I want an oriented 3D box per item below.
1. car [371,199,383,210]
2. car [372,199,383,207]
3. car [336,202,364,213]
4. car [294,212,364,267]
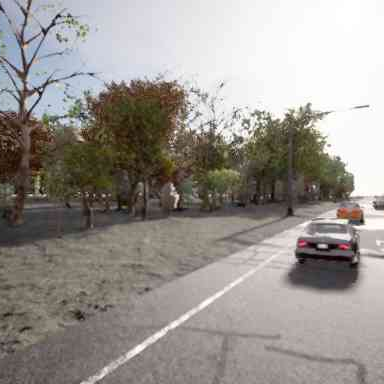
[{"bbox_3d":[30.158,2.074,53.003,2.033,1.411,5.357,0,-1,27],"label":"car"},{"bbox_3d":[36.128,2.143,64.762,1.837,1.490,4.892,0,-1,27],"label":"car"},{"bbox_3d":[14.079,1.641,29.564,2.097,1.767,4.553,0,-1,27],"label":"car"},{"bbox_3d":[5.003,1.664,12.026,2.033,1.411,5.357,0,-1,27],"label":"car"}]
